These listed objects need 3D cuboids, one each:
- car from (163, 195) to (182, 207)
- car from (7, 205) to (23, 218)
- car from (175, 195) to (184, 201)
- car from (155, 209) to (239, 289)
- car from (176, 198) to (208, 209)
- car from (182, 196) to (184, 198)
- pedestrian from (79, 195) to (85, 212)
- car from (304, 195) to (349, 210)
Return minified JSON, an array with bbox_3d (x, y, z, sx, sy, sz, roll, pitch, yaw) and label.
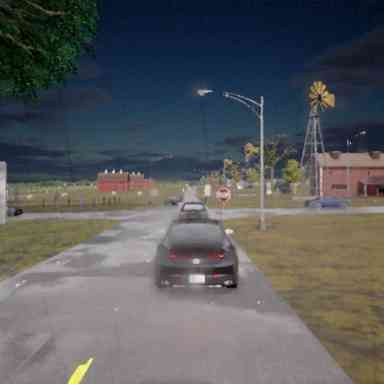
[{"bbox_3d":[-2.876,1.364,46.230,1.895,1.301,4.718,0,0,1],"label":"car"},{"bbox_3d":[-17.940,1.716,30.650,4.181,1.385,1.994,-1,1,0],"label":"car"},{"bbox_3d":[-2.751,1.368,74.884,1.994,1.385,4.181,0,0,0],"label":"car"},{"bbox_3d":[0.100,1.438,8.946,1.837,1.490,4.892,0,0,0],"label":"car"},{"bbox_3d":[0.096,1.383,21.834,1.812,1.442,4.674,0,0,0],"label":"car"},{"bbox_3d":[-2.817,1.326,60.360,1.994,1.385,4.181,0,0,0],"label":"car"},{"bbox_3d":[-12.154,1.223,36.587,0.375,1.860,0.375,0,2,0],"label":"pedestrian"},{"bbox_3d":[13.503,1.044,33.435,4.181,1.385,1.994,-1,1,-2],"label":"car"}]
